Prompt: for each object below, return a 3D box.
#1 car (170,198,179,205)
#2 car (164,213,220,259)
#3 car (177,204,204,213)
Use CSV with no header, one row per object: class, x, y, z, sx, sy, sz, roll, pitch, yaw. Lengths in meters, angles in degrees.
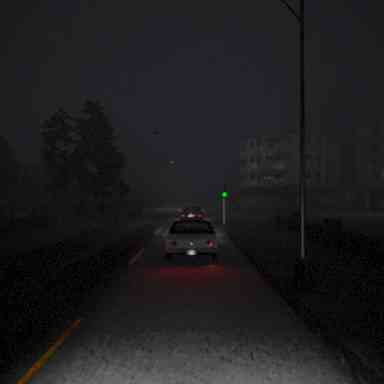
car,-4.085,2.201,77.966,2.097,1.767,4.553,0,-1,0
car,0.002,1.746,13.222,1.895,1.301,4.718,0,-1,0
car,0.026,1.847,27.509,2.033,1.411,5.357,0,-1,2
